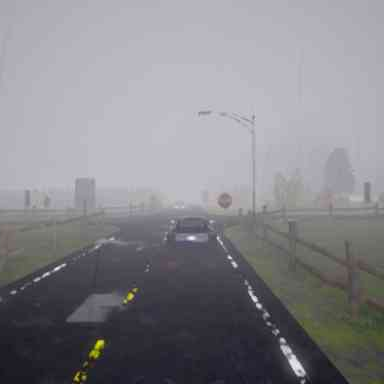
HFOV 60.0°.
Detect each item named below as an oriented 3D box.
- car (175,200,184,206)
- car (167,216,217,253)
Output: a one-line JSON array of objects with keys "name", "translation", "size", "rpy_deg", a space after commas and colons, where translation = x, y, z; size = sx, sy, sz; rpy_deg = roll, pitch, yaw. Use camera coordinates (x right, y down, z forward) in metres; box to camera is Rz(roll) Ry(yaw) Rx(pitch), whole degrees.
[{"name": "car", "translation": [-2.757, 2.399, 74.359], "size": [1.895, 1.301, 4.718], "rpy_deg": [0, -1, 0]}, {"name": "car", "translation": [0.003, 1.703, 14.313], "size": [1.994, 1.385, 4.181], "rpy_deg": [0, -1, 0]}]
